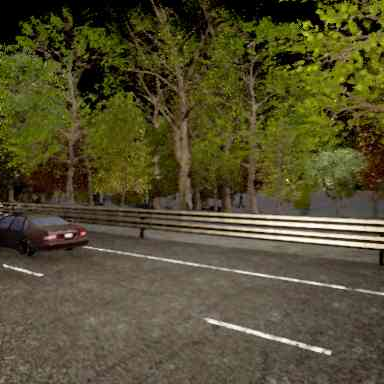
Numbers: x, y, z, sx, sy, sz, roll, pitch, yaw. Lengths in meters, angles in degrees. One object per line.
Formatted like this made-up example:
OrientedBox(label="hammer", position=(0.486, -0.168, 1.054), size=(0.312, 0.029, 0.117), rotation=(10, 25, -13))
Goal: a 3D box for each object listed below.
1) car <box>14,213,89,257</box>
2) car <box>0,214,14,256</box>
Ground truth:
OrientedBox(label="car", position=(-6.230, 1.512, 12.737), size=(5.357, 1.411, 2.033), rotation=(0, 0, 35))
OrientedBox(label="car", position=(-7.603, 1.189, 9.415), size=(5.566, 2.045, 2.150), rotation=(0, 0, 36))
